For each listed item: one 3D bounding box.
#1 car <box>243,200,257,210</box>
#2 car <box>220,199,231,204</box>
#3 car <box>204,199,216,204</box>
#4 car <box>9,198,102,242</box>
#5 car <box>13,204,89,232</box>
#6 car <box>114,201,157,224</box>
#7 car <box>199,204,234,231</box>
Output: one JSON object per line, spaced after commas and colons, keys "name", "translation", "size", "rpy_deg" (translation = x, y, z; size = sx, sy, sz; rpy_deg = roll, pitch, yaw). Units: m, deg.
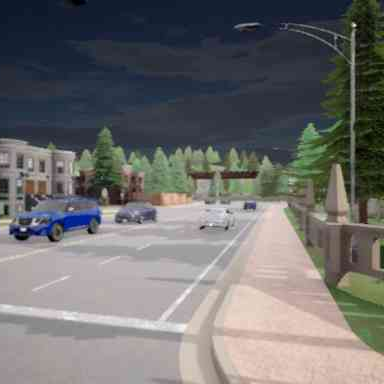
{"name": "car", "translation": [9.375, 2.062, 53.375], "size": [1.882, 1.535, 5.008], "rpy_deg": [0, -1, 14]}
{"name": "car", "translation": [7.554, 2.285, 75.158], "size": [1.994, 1.385, 4.181], "rpy_deg": [0, -1, 14]}
{"name": "car", "translation": [4.156, 2.256, 75.999], "size": [2.033, 1.411, 5.357], "rpy_deg": [0, -1, 14]}
{"name": "car", "translation": [-6.831, 1.336, 17.435], "size": [2.150, 2.045, 5.566], "rpy_deg": [0, -1, 14]}
{"name": "car", "translation": [-9.213, 1.634, 22.323], "size": [2.128, 1.511, 4.902], "rpy_deg": [0, -1, 14]}
{"name": "car", "translation": [-4.444, 1.570, 26.908], "size": [2.097, 1.767, 4.553], "rpy_deg": [0, -1, 14]}
{"name": "car", "translation": [1.739, 1.760, 22.502], "size": [1.812, 1.442, 4.674], "rpy_deg": [0, -1, 14]}
